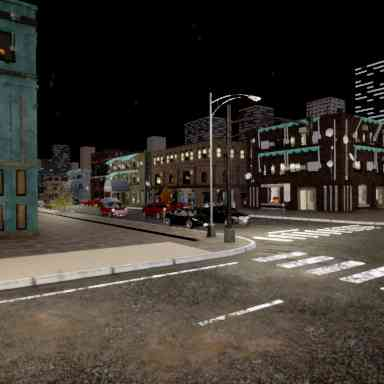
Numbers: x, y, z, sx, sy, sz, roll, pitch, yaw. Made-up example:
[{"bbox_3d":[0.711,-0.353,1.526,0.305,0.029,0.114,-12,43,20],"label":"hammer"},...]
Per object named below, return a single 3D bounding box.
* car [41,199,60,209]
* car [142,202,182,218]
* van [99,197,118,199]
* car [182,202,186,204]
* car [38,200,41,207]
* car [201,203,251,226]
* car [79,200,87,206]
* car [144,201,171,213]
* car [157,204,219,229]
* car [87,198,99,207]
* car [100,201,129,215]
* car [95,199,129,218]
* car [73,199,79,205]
[{"bbox_3d":[-24.183,2.233,57.631,1.752,1.417,4.829,-1,0,-35],"label":"car"},{"bbox_3d":[-3.311,1.850,32.687,1.812,1.442,4.674,-1,0,-35],"label":"car"},{"bbox_3d":[-14.250,1.907,58.099,1.690,1.788,3.998,-1,0,-35],"label":"van"},{"bbox_3d":[-1.445,1.904,40.034,1.802,1.307,4.206,-2,0,-35],"label":"car"},{"bbox_3d":[-30.681,2.376,66.803,2.008,1.369,4.403,-1,0,-35],"label":"car"},{"bbox_3d":[2.334,1.738,24.735,1.812,1.442,4.674,-1,0,-34],"label":"car"},{"bbox_3d":[-20.644,2.228,67.132,1.887,1.381,4.507,-1,0,-35],"label":"car"},{"bbox_3d":[-4.644,1.966,44.549,1.802,1.307,4.206,-1,0,-35],"label":"car"},{"bbox_3d":[-0.360,1.815,23.794,1.947,1.339,4.313,-1,0,-35],"label":"car"},{"bbox_3d":[-17.450,1.940,62.615,2.192,1.841,5.009,-1,0,-35],"label":"car"},{"bbox_3d":[-9.776,1.956,41.809,1.837,1.490,4.892,-1,0,-35],"label":"car"},{"bbox_3d":[-8.285,1.846,35.187,1.967,1.590,4.097,-1,0,-35],"label":"car"},{"bbox_3d":[-27.044,2.364,76.166,1.947,1.339,4.313,-1,0,-35],"label":"car"}]
